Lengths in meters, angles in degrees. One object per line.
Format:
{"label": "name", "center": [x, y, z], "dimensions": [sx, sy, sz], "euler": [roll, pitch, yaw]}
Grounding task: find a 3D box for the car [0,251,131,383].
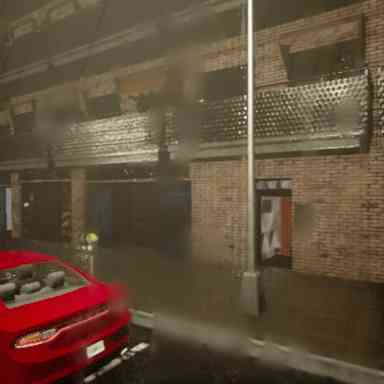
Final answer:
{"label": "car", "center": [-2.906, 1.536, 4.733], "dimensions": [4.507, 1.381, 1.887], "euler": [0, 1, 33]}
